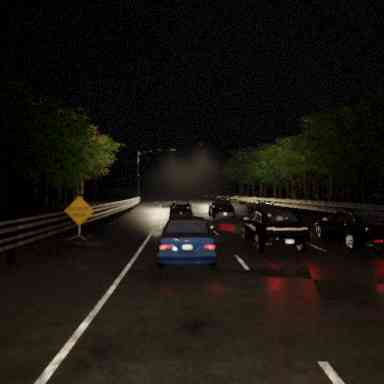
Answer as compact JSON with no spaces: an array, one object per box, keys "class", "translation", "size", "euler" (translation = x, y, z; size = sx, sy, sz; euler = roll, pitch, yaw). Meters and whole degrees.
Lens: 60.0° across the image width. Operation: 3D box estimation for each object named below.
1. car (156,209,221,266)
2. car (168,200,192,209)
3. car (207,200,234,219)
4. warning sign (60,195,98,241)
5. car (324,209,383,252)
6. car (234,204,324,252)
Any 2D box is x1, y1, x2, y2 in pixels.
[{"class":"car","translation":[-0.185,1.529,11.468],"size":[2.033,1.411,5.357],"euler":[0,0,-1]},{"class":"car","translation":[-0.993,1.450,28.651],"size":[2.128,1.511,4.902],"euler":[0,0,-3]},{"class":"car","translation":[2.498,1.460,28.892],"size":[1.837,1.490,4.892],"euler":[0,1,-3]},{"class":"warning sign","translation":[-4.826,1.096,14.299],"size":[1.300,1.860,1.060],"euler":[1,1,-2]},{"class":"car","translation":[6.758,1.479,13.817],"size":[1.837,1.490,4.892],"euler":[0,0,-2]},{"class":"car","translation":[3.260,1.467,13.703],"size":[2.128,1.511,4.902],"euler":[0,0,-1]}]
